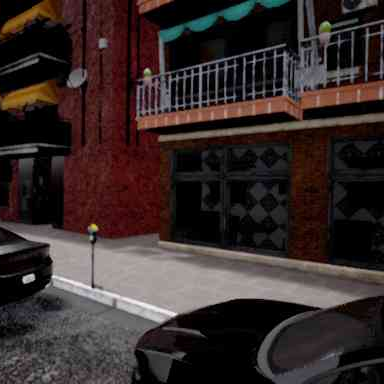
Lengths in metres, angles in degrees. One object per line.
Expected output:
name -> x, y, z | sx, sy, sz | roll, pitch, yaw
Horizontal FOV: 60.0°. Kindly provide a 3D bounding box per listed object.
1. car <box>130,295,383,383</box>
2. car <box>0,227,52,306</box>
car -> 1.743, 1.485, 2.184 | 5.008, 1.535, 1.882 | 2, 1, 35
car -> -5.121, 1.221, 6.313 | 5.008, 1.535, 1.882 | 2, 1, 17
